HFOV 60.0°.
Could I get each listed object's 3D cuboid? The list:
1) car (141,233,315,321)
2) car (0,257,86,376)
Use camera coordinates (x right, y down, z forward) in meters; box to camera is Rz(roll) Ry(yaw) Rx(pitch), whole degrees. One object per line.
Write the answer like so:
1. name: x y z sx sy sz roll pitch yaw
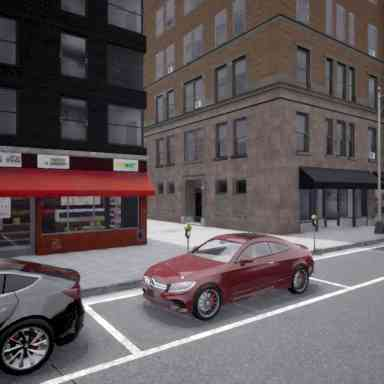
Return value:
1. car: 0.954 1.582 7.218 4.206 1.307 1.802 0 0 -36
2. car: -3.523 1.566 4.022 4.313 1.339 1.947 0 0 -36
